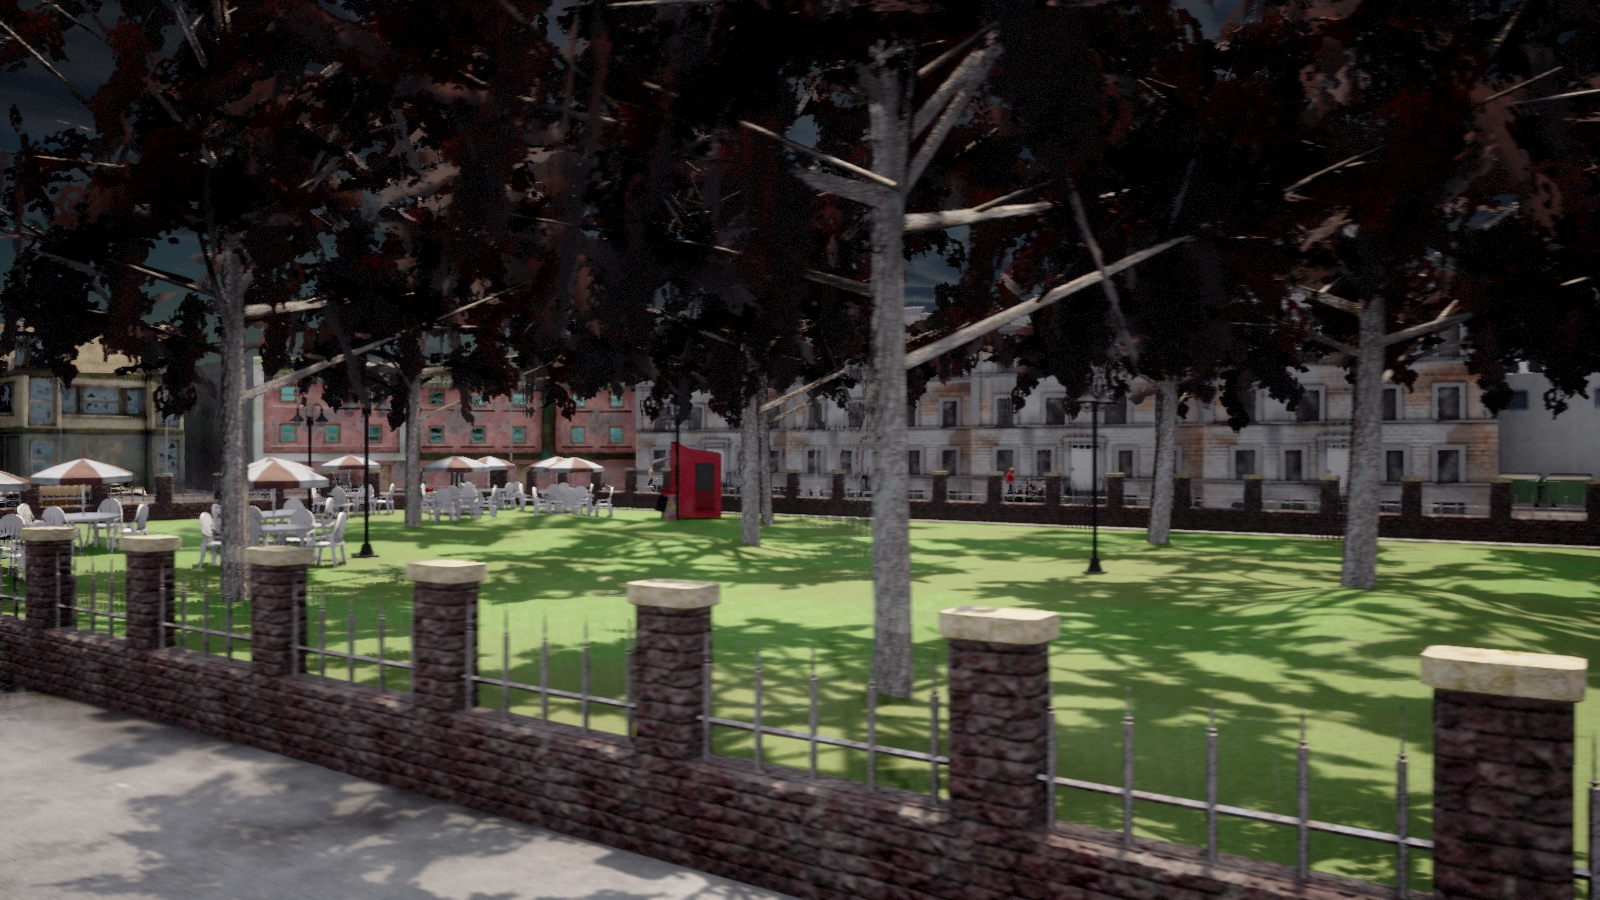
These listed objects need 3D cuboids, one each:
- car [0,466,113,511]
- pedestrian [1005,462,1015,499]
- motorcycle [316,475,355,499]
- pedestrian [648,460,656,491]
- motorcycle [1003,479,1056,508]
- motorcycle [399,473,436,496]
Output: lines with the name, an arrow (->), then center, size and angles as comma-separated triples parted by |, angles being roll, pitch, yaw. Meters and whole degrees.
car -> -33.105, 1.649, 50.208 | 1.932, 1.855, 4.605 | 0, 0, 36
pedestrian -> 10.578, 1.527, 57.632 | 0.375, 1.860, 0.375 | 0, 0, 32
motorcycle -> -25.066, 1.966, 61.671 | 0.856, 1.236, 1.805 | 0, 0, 37
pedestrian -> -8.915, 1.528, 68.837 | 0.375, 1.860, 0.375 | 0, 0, 19
motorcycle -> 10.515, 1.987, 52.298 | 2.209, 1.251, 0.867 | 0, 0, 35
motorcycle -> -21.861, 1.968, 65.348 | 1.805, 1.236, 0.856 | 0, 0, -38
